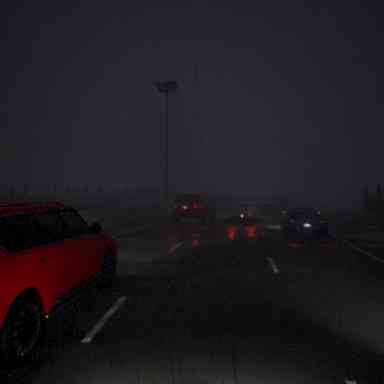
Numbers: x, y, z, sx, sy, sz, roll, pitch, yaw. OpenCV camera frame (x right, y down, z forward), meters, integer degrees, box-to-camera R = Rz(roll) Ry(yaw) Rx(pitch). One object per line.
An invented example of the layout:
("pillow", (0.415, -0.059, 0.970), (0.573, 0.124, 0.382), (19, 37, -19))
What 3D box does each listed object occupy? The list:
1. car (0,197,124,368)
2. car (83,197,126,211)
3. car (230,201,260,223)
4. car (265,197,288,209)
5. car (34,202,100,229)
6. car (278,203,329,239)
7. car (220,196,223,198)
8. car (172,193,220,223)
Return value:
("car", (-3.060, 1.178, 5.877), (2.150, 2.045, 5.566), (0, 0, 4))
("car", (-9.973, 1.301, 38.296), (2.033, 1.411, 5.357), (0, 0, 22))
("car", (4.001, 1.398, 24.672), (1.812, 1.442, 4.674), (0, 0, 16))
("car", (10.338, 1.350, 40.375), (2.033, 1.411, 5.357), (0, 0, 27))
("car", (-7.873, 1.419, 21.438), (1.994, 1.385, 4.181), (0, 0, 13))
("car", (5.673, 1.484, 17.109), (1.994, 1.385, 4.181), (0, 0, 12))
("car", (3.880, 1.287, 57.273), (2.033, 1.411, 5.357), (0, 0, 34))
("car", (0.283, 1.083, 24.522), (2.150, 2.045, 5.566), (0, 0, 16))
